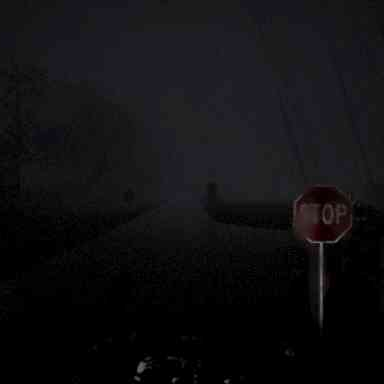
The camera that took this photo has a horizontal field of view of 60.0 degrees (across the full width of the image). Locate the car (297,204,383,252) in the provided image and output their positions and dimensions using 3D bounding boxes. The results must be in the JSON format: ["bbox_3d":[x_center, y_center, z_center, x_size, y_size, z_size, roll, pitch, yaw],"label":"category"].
[{"bbox_3d":[6.562,1.276,13.411,4.553,1.767,2.097,0,0,-24],"label":"car"}]
